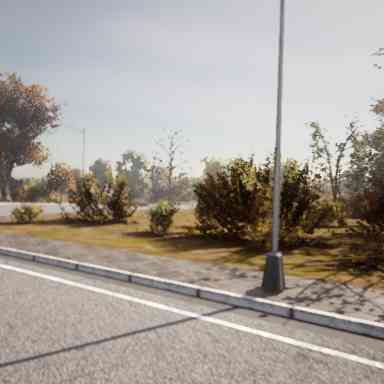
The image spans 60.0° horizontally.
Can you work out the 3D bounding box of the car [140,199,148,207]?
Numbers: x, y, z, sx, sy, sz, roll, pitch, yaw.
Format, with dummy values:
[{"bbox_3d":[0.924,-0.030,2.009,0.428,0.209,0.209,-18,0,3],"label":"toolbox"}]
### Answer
[{"bbox_3d":[-9.818,1.985,60.504,2.033,1.411,5.357,2,-2,20],"label":"car"}]
